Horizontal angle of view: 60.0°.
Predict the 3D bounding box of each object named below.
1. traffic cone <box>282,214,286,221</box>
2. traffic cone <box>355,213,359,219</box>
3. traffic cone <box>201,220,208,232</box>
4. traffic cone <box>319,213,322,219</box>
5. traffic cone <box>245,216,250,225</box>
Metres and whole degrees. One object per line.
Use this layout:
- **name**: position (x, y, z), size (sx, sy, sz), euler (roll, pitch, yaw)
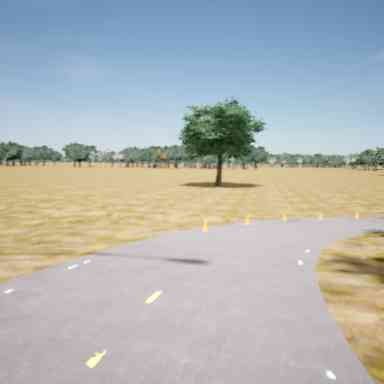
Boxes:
- **traffic cone**: position (7.421, 2.026, 26.614), size (0.340, 0.580, 0.340), euler (2, 3, -43)
- **traffic cone**: position (16.238, 2.306, 32.772), size (0.340, 0.580, 0.340), euler (2, 4, -27)
- **traffic cone**: position (0.726, 1.841, 18.181), size (0.340, 0.580, 0.340), euler (4, 1, 30)
- **traffic cone**: position (11.607, 2.153, 30.014), size (0.340, 0.580, 0.340), euler (2, 3, -35)
- **traffic cone**: position (3.768, 1.920, 22.642), size (0.340, 0.580, 0.340), euler (5, 2, 38)
